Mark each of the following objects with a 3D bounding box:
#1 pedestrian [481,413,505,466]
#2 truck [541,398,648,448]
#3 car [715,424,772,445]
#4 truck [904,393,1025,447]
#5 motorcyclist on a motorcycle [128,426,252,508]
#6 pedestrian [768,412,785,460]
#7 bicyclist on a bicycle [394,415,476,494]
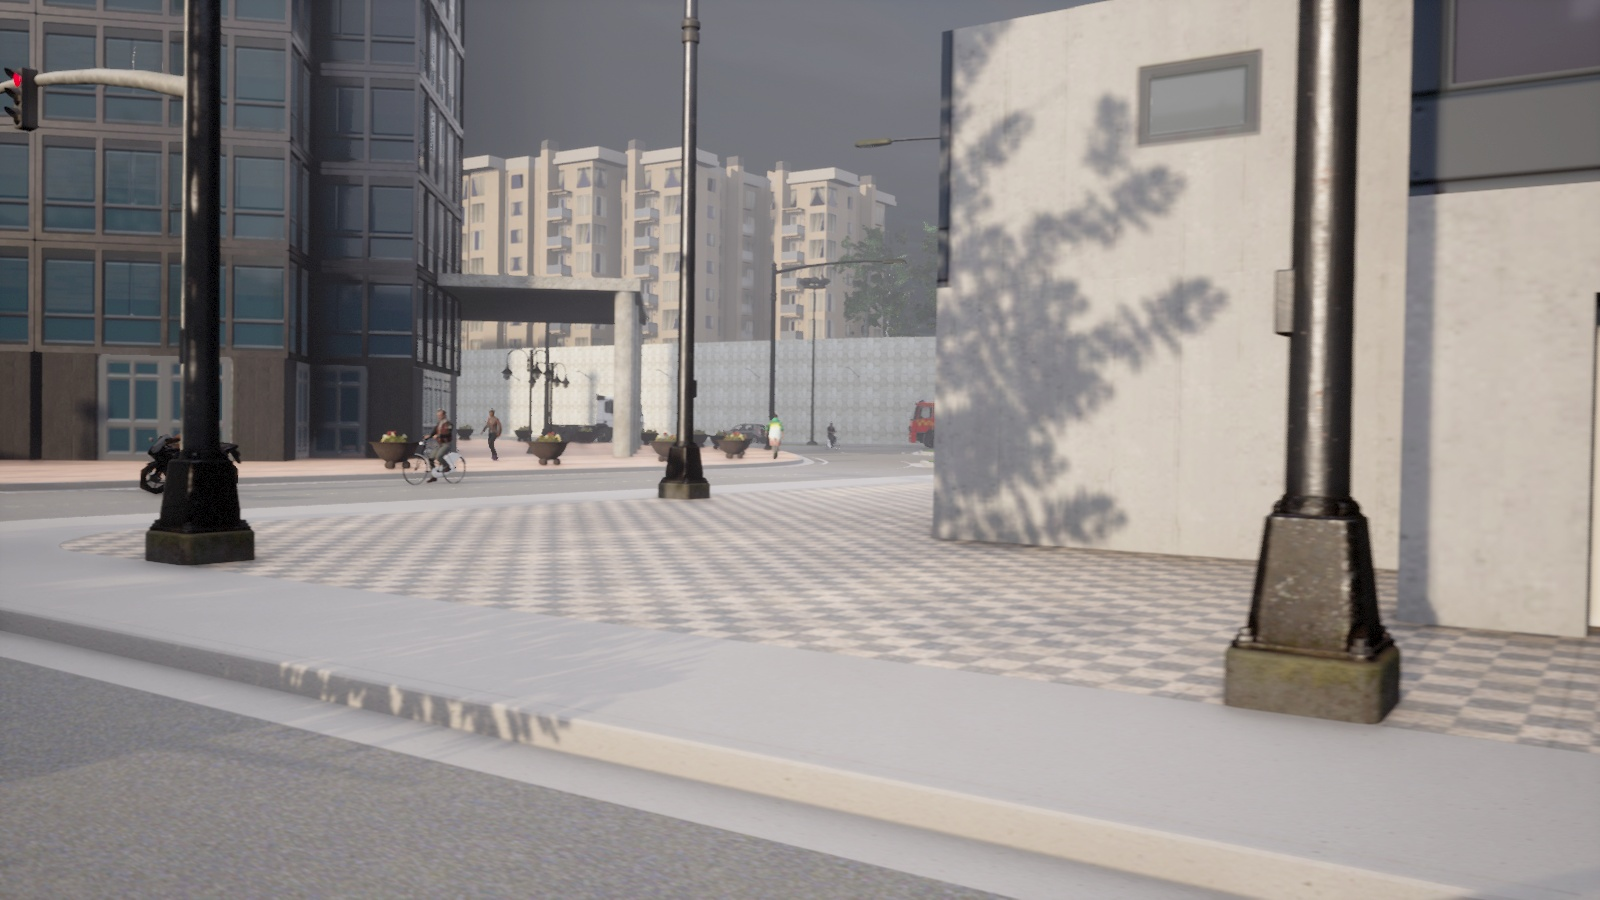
[{"bbox_3d":[-10.662,-0.365,43.586,0.328,1.805,0.869,0,1,26],"label":"pedestrian"},{"bbox_3d":[-14.963,-1.960,91.067,7.936,3.462,2.891,1,1,36],"label":"truck"},{"bbox_3d":[-4.381,-1.211,96.896,3.988,1.617,1.851,1,1,28],"label":"car"},{"bbox_3d":[11.855,-2.188,91.118,8.468,3.827,2.891,0,1,1],"label":"truck"},{"bbox_3d":[-11.846,0.302,24.456,0.797,1.523,2.044,1,1,34],"label":"motorcyclist on a motorcycle"},{"bbox_3d":[-0.965,-0.562,50.948,0.659,1.952,0.873,0,1,0],"label":"pedestrian"},{"bbox_3d":[-8.519,0.089,29.365,0.659,1.776,1.843,1,1,34],"label":"bicyclist on a bicycle"}]
